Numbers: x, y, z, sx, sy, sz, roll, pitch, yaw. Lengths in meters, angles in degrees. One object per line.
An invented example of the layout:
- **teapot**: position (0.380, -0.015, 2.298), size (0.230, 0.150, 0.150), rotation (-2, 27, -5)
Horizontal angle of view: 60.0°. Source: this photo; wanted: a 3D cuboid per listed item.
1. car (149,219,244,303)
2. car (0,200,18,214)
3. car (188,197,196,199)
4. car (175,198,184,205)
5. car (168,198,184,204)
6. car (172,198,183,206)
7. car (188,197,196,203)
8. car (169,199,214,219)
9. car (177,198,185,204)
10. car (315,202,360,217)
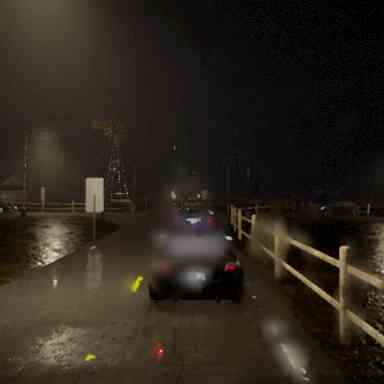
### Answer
- **car**: position (0.098, 1.608, 8.380), size (1.994, 1.385, 4.181), rotation (0, 0, 0)
- **car**: position (-20.309, 1.425, 33.856), size (4.892, 1.490, 1.837), rotation (1, -2, 0)
- **car**: position (0.004, 2.212, 80.630), size (1.812, 1.442, 4.674), rotation (0, -1, 0)
- **car**: position (-2.748, 2.173, 75.014), size (1.994, 1.385, 4.181), rotation (0, -1, 0)
- **car**: position (-2.842, 1.898, 55.260), size (2.128, 1.511, 4.902), rotation (0, -1, 0)
- **car**: position (-2.791, 1.986, 65.063), size (1.882, 1.535, 5.008), rotation (0, -1, 1)
- **car**: position (0.008, 2.225, 94.904), size (2.097, 1.767, 4.553), rotation (0, -1, 0)
- **car**: position (0.079, 1.453, 17.719), size (2.097, 1.767, 4.553), rotation (0, 0, -1)
- **car**: position (-2.745, 2.217, 85.143), size (1.882, 1.535, 5.008), rotation (0, -1, 0)
- **car**: position (16.295, 1.877, 37.488), size (4.553, 1.767, 2.097), rotation (1, -2, 0)
